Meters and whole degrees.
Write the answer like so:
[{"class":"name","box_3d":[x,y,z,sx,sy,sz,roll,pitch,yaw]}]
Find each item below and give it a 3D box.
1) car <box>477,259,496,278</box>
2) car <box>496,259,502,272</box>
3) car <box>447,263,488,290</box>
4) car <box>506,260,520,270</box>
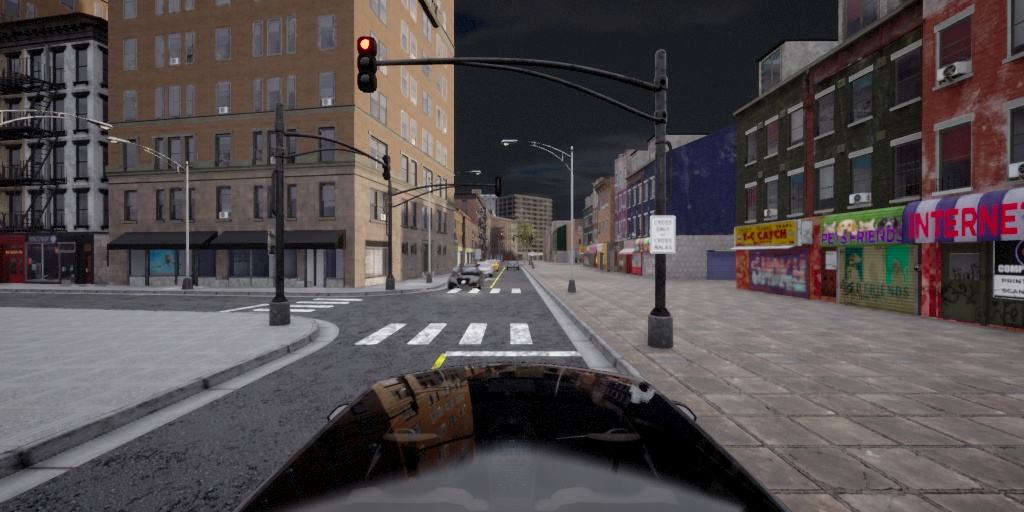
[{"class":"car","box_3d":[-2.776,1.281,34.683,1.812,1.442,4.674,0,0,0]},{"class":"car","box_3d":[-2.735,1.237,47.207,1.882,1.535,5.008,0,0,0]},{"class":"car","box_3d":[-2.803,1.316,22.645,1.994,1.385,4.181,0,0,0]},{"class":"car","box_3d":[0.120,1.310,52.780,2.033,1.411,5.357,0,0,0]}]
